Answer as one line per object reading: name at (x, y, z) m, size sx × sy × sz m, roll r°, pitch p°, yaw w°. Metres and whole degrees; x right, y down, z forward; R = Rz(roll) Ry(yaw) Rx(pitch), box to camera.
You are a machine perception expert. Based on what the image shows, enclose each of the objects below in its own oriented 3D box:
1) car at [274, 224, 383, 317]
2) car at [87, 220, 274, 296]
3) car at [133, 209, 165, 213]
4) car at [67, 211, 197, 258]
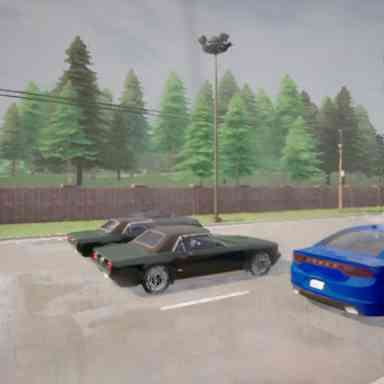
car at (4.296, 1.415, 6.926) m, size 5.008 × 1.535 × 1.882 m, roll 0°, pitch 0°, yaw -29°
car at (-0.002, 1.553, 8.520) m, size 4.718 × 1.301 × 1.895 m, roll 0°, pitch 0°, yaw -29°
car at (-1.606, 1.484, 15.653) m, size 4.181 × 1.385 × 1.994 m, roll 0°, pitch 0°, yaw -29°
car at (-1.732, 1.545, 11.562) m, size 4.718 × 1.301 × 1.895 m, roll 0°, pitch 0°, yaw -29°
